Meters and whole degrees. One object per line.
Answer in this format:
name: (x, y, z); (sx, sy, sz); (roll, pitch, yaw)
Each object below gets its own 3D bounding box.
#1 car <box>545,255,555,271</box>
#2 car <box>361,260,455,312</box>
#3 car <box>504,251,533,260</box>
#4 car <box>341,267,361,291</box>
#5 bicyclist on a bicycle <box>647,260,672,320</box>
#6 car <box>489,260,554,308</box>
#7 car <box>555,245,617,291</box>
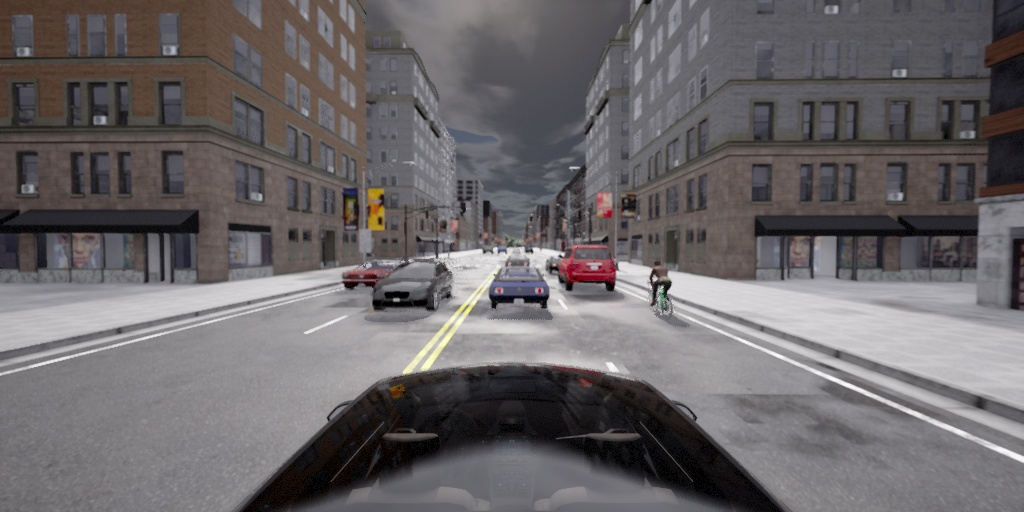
car: (3.588, 0.583, 27.366); (1.895, 1.301, 4.718); (0, 2, 1)
car: (-3.208, 0.928, 12.486); (1.837, 1.490, 4.892); (0, 1, 1)
car: (0.455, 0.541, 28.656); (1.895, 1.301, 4.718); (0, 2, 1)
car: (-6.388, 0.869, 17.494); (1.895, 1.301, 4.718); (0, 2, 1)
bicyclist on a bicycle: (4.256, 0.946, 10.337); (0.582, 1.620, 1.656); (0, 2, 1)
car: (0.247, 1.010, 13.015); (1.895, 1.301, 4.718); (0, 2, 1)
car: (3.533, 0.496, 17.590); (2.150, 2.045, 5.566); (0, 2, 2)
